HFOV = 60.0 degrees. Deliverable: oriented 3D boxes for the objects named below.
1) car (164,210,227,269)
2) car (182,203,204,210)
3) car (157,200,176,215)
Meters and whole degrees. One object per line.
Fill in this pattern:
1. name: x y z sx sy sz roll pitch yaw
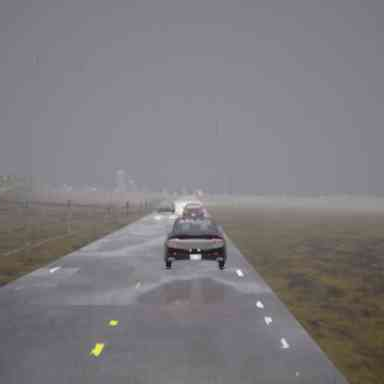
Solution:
1. car: 0.099 1.582 11.532 2.128 1.511 4.902 0 0 0
2. car: 0.099 1.714 29.545 1.812 1.442 4.674 0 0 0
3. car: -2.825 1.689 37.705 1.882 1.535 5.008 0 0 0
